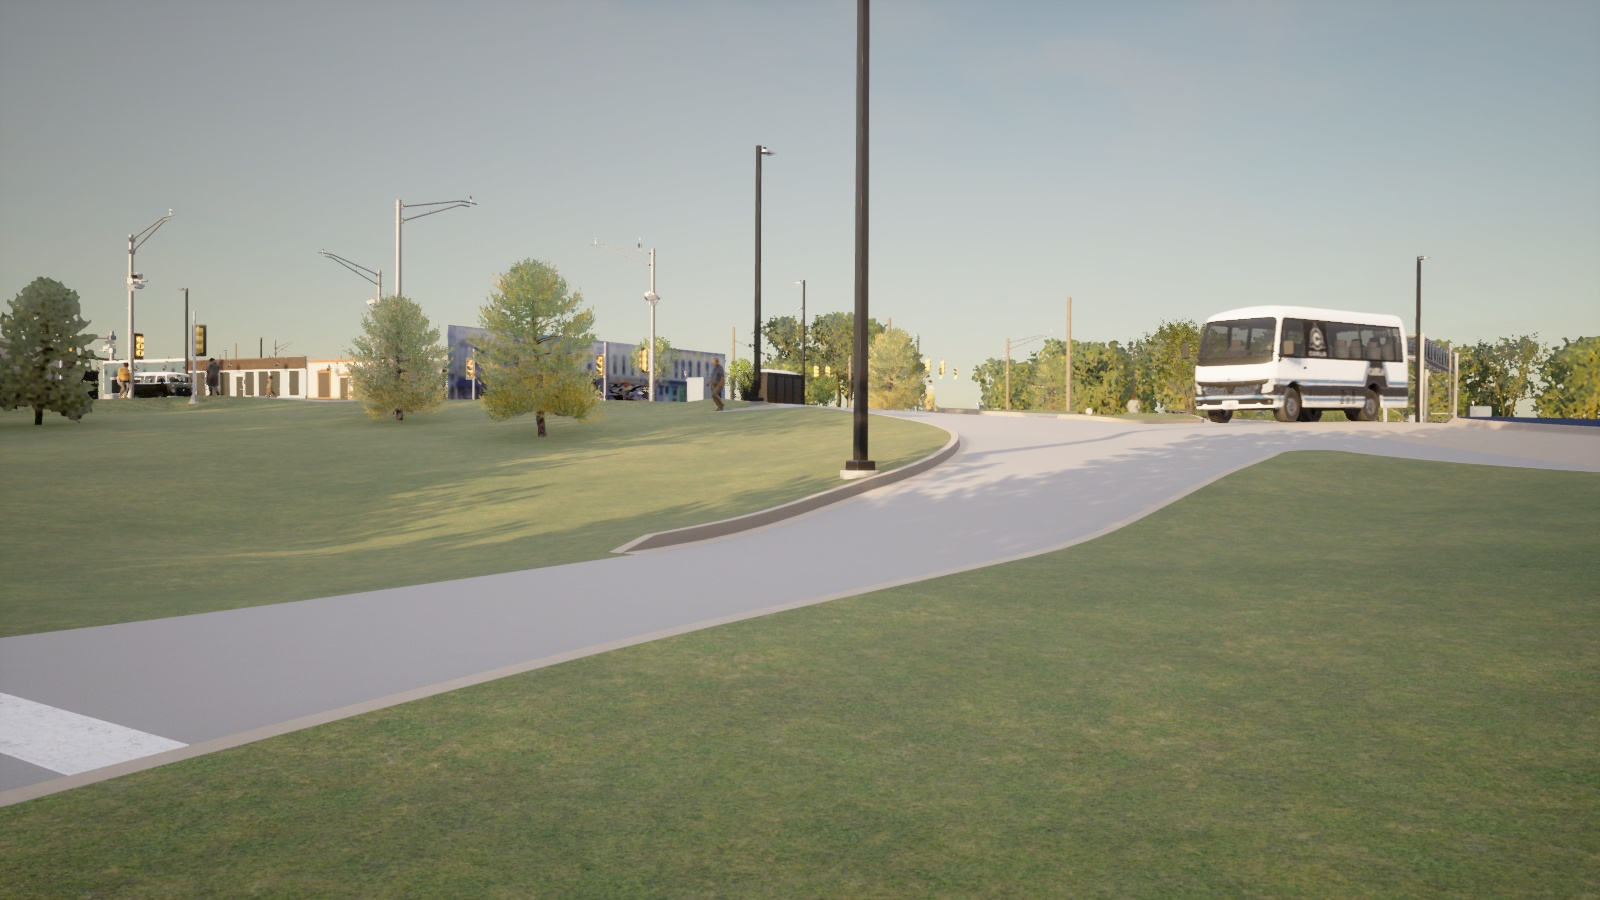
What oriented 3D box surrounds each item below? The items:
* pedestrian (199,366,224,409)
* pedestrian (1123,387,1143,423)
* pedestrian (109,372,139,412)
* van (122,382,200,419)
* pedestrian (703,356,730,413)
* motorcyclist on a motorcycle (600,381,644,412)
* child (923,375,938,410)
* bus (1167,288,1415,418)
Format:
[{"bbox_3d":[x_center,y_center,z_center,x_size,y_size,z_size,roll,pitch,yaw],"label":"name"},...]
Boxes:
[{"bbox_3d":[-27.296,-2.902,58.252,0.873,1.952,0.659,-1,0,27],"label":"pedestrian"},{"bbox_3d":[17.486,-2.347,65.943,0.874,1.855,0.900,-1,0,26],"label":"pedestrian"},{"bbox_3d":[-32.573,-2.795,60.511,0.900,1.855,0.874,-1,0,27],"label":"pedestrian"},{"bbox_3d":[-37.714,-2.904,74.114,4.480,2.038,2.069,0,1,33],"label":"van"},{"bbox_3d":[-2.751,-2.139,41.386,0.694,1.848,0.540,-1,0,-30],"label":"pedestrian"},{"bbox_3d":[-9.329,-2.794,65.787,2.191,1.530,0.866,0,1,29],"label":"motorcyclist on a motorcycle"},{"bbox_3d":[4.742,-2.105,45.709,0.437,1.263,0.270,-1,0,-31],"label":"child"},{"bbox_3d":[18.533,-3.481,46.958,10.273,4.253,3.944,-3,2,-39],"label":"bus"}]
